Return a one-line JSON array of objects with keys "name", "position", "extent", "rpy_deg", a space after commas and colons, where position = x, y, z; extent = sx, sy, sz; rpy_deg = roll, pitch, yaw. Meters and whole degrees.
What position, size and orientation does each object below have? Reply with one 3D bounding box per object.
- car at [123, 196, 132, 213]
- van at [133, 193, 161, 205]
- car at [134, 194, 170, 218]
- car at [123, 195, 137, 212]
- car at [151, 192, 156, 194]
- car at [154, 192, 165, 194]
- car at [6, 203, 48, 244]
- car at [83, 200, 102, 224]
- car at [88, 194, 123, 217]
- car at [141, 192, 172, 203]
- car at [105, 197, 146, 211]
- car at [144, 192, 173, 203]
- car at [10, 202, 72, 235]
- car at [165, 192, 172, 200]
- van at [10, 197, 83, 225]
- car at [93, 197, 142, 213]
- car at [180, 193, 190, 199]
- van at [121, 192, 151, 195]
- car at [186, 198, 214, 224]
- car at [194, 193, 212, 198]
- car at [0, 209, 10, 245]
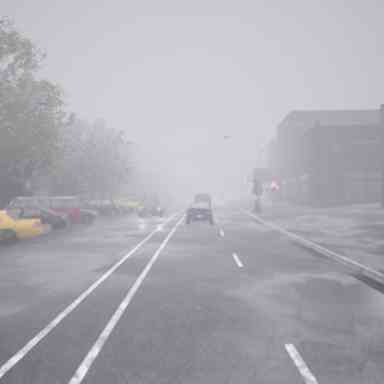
[{"name": "car", "position": [-8.690, 1.491, 32.536], "extent": [4.892, 1.521, 2.231], "rpy_deg": [-1, 0, -18]}, {"name": "van", "position": [-7.585, 1.149, 56.175], "extent": [4.442, 1.987, 1.878], "rpy_deg": [-1, 1, -17]}, {"name": "car", "position": [-3.544, 1.357, 30.500], "extent": [2.097, 1.767, 4.553], "rpy_deg": [0, 0, 3]}, {"name": "car", "position": [-8.365, 1.475, 35.561], "extent": [5.366, 1.575, 1.946], "rpy_deg": [-1, 0, -17]}, {"name": "car", "position": [-7.962, 1.304, 47.339], "extent": [4.553, 1.767, 2.185], "rpy_deg": [-1, 0, -17]}, {"name": "car", "position": [-7.659, 1.142, 53.249], "extent": [5.566, 2.045, 2.435], "rpy_deg": [-1, 1, -17]}, {"name": "car", "position": [-9.467, 1.505, 14.658], "extent": [5.366, 1.575, 1.946], "rpy_deg": [-1, 0, -19]}, {"name": "car", "position": [-9.040, 1.544, 23.629], "extent": [4.674, 1.452, 2.002], "rpy_deg": [-1, 0, -18]}, {"name": "car", "position": [-8.785, 1.370, 29.574], "extent": [4.553, 1.767, 2.185], "rpy_deg": [-1, 0, -18]}, {"name": "car", "position": [-6.993, 1.053, 65.097], "extent": [5.566, 2.045, 2.435], "rpy_deg": [-1, 0, -17]}, {"name": "car", "position": [-8.264, 1.488, 41.420], "extent": [4.792, 1.488, 2.163], "rpy_deg": [-1, 0, -17]}, {"name": "car", "position": [-6.889, 1.031, 68.023], "extent": [5.566, 2.045, 2.435], "rpy_deg": [-1, 1, -17]}, {"name": "car", "position": [-9.212, 1.507, 17.686], "extent": [5.008, 1.535, 2.097], "rpy_deg": [-1, 0, -19]}, {"name": "car", "position": [-7.000, 1.322, 62.198], "extent": [5.366, 1.575, 1.946], "rpy_deg": [-1, 0, -17]}, {"name": "van", "position": [-9.247, 1.282, 20.616], "extent": [4.442, 1.987, 1.878], "rpy_deg": [-1, 0, -18]}, {"name": "car", "position": [-8.569, 1.470, 38.416], "extent": [5.366, 1.575, 1.946], "rpy_deg": [-1, 0, -17]}, {"name": "car", "position": [-1.397, 0.935, 71.243], "extent": [2.097, 1.767, 4.553], "rpy_deg": [0, 0, 3]}, {"name": "van", "position": [-8.194, 1.220, 44.348], "extent": [4.442, 1.987, 1.878], "rpy_deg": [-1, 1, -17]}, {"name": "car", "position": [0.593, 1.491, 25.040], "extent": [1.882, 1.535, 5.008], "rpy_deg": [0, 0, 2]}, {"name": "car", "position": [1.407, 1.179, 42.957], "extent": [2.150, 2.045, 5.566], "rpy_deg": [0, 0, 3]}, {"name": "car", "position": [-9.340, 1.543, 11.747], "extent": [4.674, 1.452, 2.002], "rpy_deg": [-1, 0, -19]}]
